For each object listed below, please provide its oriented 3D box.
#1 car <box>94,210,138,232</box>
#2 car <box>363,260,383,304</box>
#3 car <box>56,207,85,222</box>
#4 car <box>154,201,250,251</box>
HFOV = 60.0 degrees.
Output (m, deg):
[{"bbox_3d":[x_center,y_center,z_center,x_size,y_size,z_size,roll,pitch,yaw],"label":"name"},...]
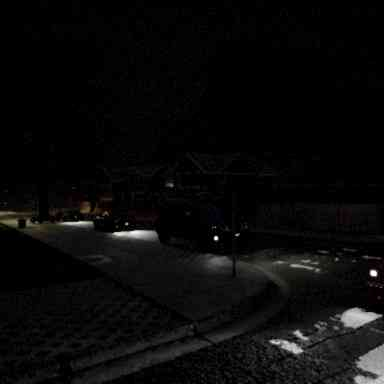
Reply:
[{"bbox_3d":[-5.533,1.997,23.909,1.994,1.385,4.181,0,-1,-36],"label":"car"},{"bbox_3d":[5.626,1.605,7.002,4.718,1.301,1.895,0,-1,-36],"label":"car"},{"bbox_3d":[-12.234,2.219,33.308,1.994,1.385,4.181,0,-1,-35],"label":"car"},{"bbox_3d":[0.241,1.452,15.824,2.150,2.045,5.566,0,-1,-35],"label":"car"}]
